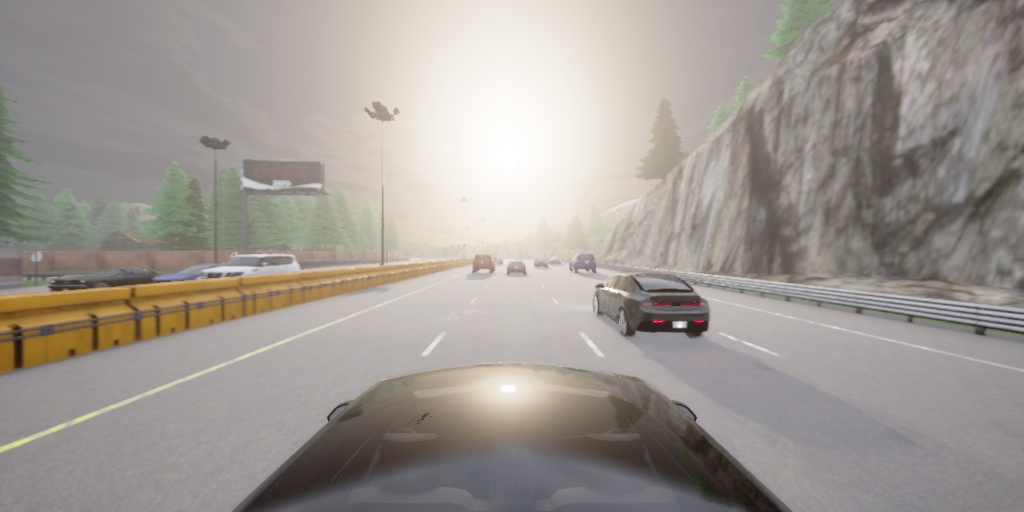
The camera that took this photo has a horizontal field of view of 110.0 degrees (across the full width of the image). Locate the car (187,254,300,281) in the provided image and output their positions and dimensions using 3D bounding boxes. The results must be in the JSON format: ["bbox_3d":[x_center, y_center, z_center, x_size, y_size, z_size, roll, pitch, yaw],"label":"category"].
[{"bbox_3d":[-13.869,0.891,19.415,2.150,2.045,5.566,0,0,1],"label":"car"}]

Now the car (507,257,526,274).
[{"bbox_3d":[0.488,1.111,38.058,1.994,1.385,4.181,0,0,1],"label":"car"}]

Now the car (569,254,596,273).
[{"bbox_3d":[7.499,0.759,38.358,2.150,2.045,5.566,0,0,1],"label":"car"}]

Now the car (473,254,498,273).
[{"bbox_3d":[-2.992,0.766,39.107,2.150,2.045,5.566,0,0,1],"label":"car"}]

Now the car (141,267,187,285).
[{"bbox_3d":[-17.347,1.186,20.340,1.882,1.535,5.008,0,0,1],"label":"car"}]

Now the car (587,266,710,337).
[{"bbox_3d":[3.613,1.205,10.098,1.837,1.490,4.892,0,0,0],"label":"car"}]

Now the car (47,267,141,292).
[{"bbox_3d":[-20.878,1.275,19.030,1.895,1.301,4.718,0,0,1],"label":"car"}]

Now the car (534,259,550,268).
[{"bbox_3d":[4.255,1.055,54.232,1.895,1.301,4.718,0,0,1],"label":"car"}]
